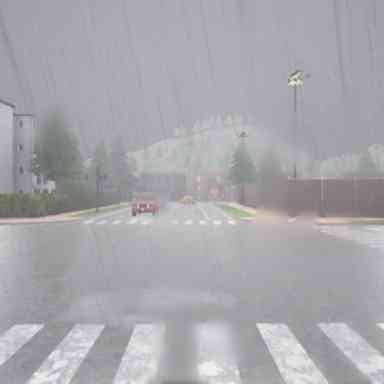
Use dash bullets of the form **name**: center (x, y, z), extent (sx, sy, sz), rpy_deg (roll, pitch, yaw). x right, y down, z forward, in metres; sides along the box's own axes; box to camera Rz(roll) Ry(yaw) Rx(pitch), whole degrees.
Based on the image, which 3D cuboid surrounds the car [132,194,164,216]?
- **car**: center (-4.281, 1.182, 31.778), extent (2.150, 2.045, 5.566), rpy_deg (0, 0, 0)

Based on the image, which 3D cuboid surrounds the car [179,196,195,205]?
- **car**: center (-0.849, 1.417, 58.421), extent (1.882, 1.535, 5.008), rpy_deg (0, 0, -14)

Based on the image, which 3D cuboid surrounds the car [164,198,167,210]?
- **car**: center (-4.287, 1.306, 41.841), extent (2.097, 1.767, 4.553), rpy_deg (0, 0, 0)
